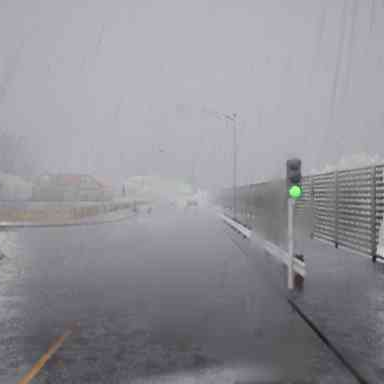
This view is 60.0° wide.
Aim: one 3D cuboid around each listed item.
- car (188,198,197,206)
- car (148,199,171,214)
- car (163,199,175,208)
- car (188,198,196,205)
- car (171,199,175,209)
[{"bbox_3d":[0.092,2.064,66.584,2.128,1.511,4.902,0,0,0],"label":"car"},{"bbox_3d":[-4.102,1.834,39.746,2.128,1.511,4.902,0,0,0],"label":"car"},{"bbox_3d":[-4.075,1.995,60.137,1.882,1.535,5.008,0,0,0],"label":"car"},{"bbox_3d":[-0.011,2.139,76.883,1.882,1.535,5.008,0,0,0],"label":"car"},{"bbox_3d":[-4.100,1.992,49.683,1.994,1.385,4.181,0,0,0],"label":"car"}]
